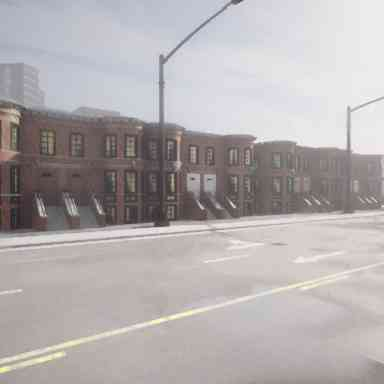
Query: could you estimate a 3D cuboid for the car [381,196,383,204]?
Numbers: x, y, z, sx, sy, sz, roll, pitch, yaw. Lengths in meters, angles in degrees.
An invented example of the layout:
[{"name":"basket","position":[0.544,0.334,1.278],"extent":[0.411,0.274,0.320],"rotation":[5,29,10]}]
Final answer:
[{"name":"car","position":[33.274,1.404,56.068],"extent":[2.097,1.767,4.553],"rotation":[0,0,-20]}]
